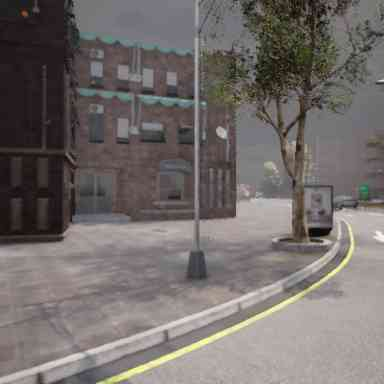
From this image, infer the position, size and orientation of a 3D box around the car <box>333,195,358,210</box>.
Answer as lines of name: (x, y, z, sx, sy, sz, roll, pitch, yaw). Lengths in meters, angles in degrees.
car: (15.989, 1.116, 36.101, 2.128, 1.511, 4.902, 0, 1, -5)
